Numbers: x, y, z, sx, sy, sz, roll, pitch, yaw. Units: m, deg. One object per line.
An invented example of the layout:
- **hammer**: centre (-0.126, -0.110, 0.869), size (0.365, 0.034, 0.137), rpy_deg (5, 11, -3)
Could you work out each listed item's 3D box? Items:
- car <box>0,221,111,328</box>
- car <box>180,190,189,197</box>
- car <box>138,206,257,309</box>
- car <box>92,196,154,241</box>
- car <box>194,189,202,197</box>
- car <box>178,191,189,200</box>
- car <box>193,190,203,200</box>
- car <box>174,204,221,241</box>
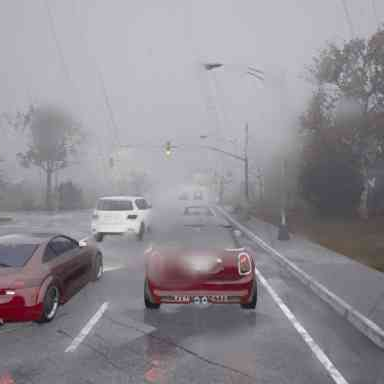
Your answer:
- **car**: centre (-3.337, 1.564, 7.140), size (1.994, 1.385, 4.181), rpy_deg (0, 0, 1)
- **car**: centre (-1.915, 0.356, 85.556), size (2.033, 1.411, 5.357), rpy_deg (0, 3, 1)
- **car**: centre (0.173, 1.352, 8.020), size (2.097, 1.767, 4.553), rpy_deg (0, 0, 1)
- **car**: centre (-3.244, 1.222, 16.680), size (2.150, 2.045, 5.566), rpy_deg (0, 0, 2)
- **car**: centre (1.583, 0.173, 85.444), size (2.097, 1.767, 4.553), rpy_deg (0, 3, 1)
- **car**: centre (-2.123, 1.045, 75.557), size (1.994, 1.385, 4.181), rpy_deg (0, 3, 1)
- **car**: centre (1.377, 1.017, 75.483), size (1.812, 1.442, 4.674), rpy_deg (0, 3, 1)
- **car**: centre (0.301, 1.492, 17.622), size (2.128, 1.511, 4.902), rpy_deg (0, 0, 1)
